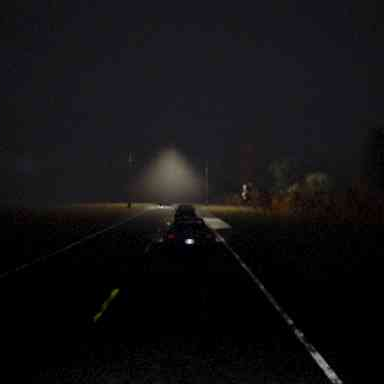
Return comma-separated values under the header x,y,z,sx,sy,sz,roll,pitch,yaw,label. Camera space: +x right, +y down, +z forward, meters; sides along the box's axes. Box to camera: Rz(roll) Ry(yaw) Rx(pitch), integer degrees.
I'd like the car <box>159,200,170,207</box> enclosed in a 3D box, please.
x,y,z,sx,sy,sz,roll,pitch,yaw,label
-5.311,2.164,64.540,1.994,1.385,4.181,0,0,-1,car

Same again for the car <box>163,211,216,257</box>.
x,y,z,sx,sy,sz,roll,pitch,yaw,label
-0.119,1.702,13.520,1.994,1.385,4.181,0,0,-1,car

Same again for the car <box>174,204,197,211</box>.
x,y,z,sx,sy,sz,roll,pitch,yaw,label
-0.575,1.809,28.964,1.812,1.442,4.674,0,0,-1,car
